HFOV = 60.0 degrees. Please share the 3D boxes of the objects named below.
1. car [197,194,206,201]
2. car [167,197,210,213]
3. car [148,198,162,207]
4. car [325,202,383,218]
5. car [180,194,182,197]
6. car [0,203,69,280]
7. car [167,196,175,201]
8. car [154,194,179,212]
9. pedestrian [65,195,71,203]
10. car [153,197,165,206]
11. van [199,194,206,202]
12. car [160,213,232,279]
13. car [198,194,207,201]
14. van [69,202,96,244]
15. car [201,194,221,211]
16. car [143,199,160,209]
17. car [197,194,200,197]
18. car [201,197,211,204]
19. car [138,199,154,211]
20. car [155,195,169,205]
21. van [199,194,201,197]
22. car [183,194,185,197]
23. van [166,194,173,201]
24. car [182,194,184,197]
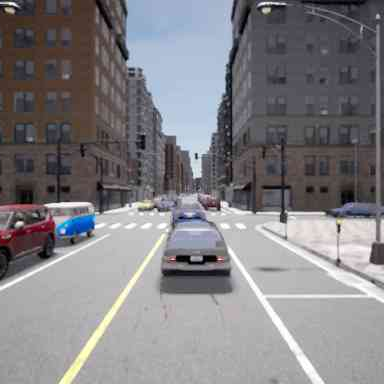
[{"bbox_3d":[2.628,1.487,93.699,2.192,1.841,5.009,0,0,0],"label":"car"},{"bbox_3d":[-0.351,1.426,21.918,2.097,1.767,4.553,0,0,-6],"label":"car"},{"bbox_3d":[-5.880,1.653,53.952,1.752,1.417,4.829,0,0,0],"label":"car"},{"bbox_3d":[15.055,1.630,30.315,5.357,1.411,2.033,0,0,1],"label":"car"},{"bbox_3d":[-3.125,1.345,50.941,2.150,2.045,5.566,0,0,1],"label":"car"},{"bbox_3d":[-5.863,1.357,10.156,2.192,1.841,5.009,0,0,0],"label":"car"},{"bbox_3d":[-5.897,1.716,93.707,1.887,1.381,4.507,0,0,0],"label":"car"},{"bbox_3d":[-3.115,1.462,41.391,2.097,1.767,4.553,0,0,0],"label":"car"},{"bbox_3d":[-12.566,1.234,33.761,0.375,1.860,0.375,0,0,1],"label":"pedestrian"},{"bbox_3d":[-5.883,1.661,59.607,1.752,1.417,4.829,0,0,0],"label":"car"},{"bbox_3d":[2.634,1.502,82.384,1.690,1.788,3.998,0,0,0],"label":"van"},{"bbox_3d":[0.095,1.589,10.171,2.033,1.411,5.357,0,0,0],"label":"car"},{"bbox_3d":[2.631,1.481,88.041,2.192,1.841,5.009,0,0,0],"label":"car"},{"bbox_3d":[-5.865,1.403,15.797,1.690,1.788,3.998,0,0,0],"label":"van"},{"bbox_3d":[2.651,1.427,42.789,2.192,1.841,5.009,0,0,0],"label":"car"},{"bbox_3d":[-5.878,1.686,48.468,1.947,1.339,4.313,0,0,0],"label":"car"},{"bbox_3d":[2.638,1.675,71.242,1.752,1.417,4.829,0,0,0],"label":"car"},{"bbox_3d":[2.640,1.725,65.415,1.802,1.307,4.206,0,0,0],"label":"car"},{"bbox_3d":[-5.875,1.637,42.642,1.752,1.417,4.829,0,0,0],"label":"car"},{"bbox_3d":[-5.885,1.458,65.433,2.192,1.841,5.009,0,0,0],"label":"car"},{"bbox_3d":[2.643,1.477,59.759,1.690,1.788,3.998,0,0,0],"label":"van"},{"bbox_3d":[-3.032,1.745,71.684,1.895,1.301,4.718,0,0,0],"label":"car"},{"bbox_3d":[-5.894,1.507,88.052,1.690,1.788,3.998,0,0,0],"label":"van"},{"bbox_3d":[-3.074,1.630,61.464,2.128,1.511,4.902,0,0,1],"label":"car"}]
